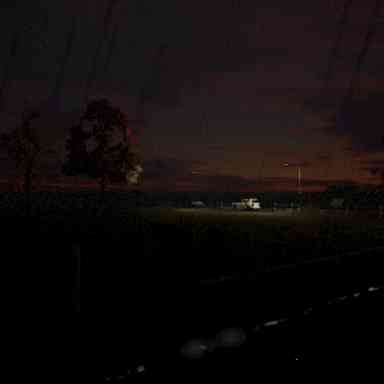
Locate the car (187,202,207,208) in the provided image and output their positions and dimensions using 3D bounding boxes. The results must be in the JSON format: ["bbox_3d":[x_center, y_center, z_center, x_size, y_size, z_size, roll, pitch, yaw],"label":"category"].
[{"bbox_3d":[1.045,2.774,72.280,2.033,1.411,5.357,0,-1,-35],"label":"car"}]

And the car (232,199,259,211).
[{"bbox_3d":[9.670,2.339,60.139,2.150,2.045,5.566,0,-1,-35],"label":"car"}]
